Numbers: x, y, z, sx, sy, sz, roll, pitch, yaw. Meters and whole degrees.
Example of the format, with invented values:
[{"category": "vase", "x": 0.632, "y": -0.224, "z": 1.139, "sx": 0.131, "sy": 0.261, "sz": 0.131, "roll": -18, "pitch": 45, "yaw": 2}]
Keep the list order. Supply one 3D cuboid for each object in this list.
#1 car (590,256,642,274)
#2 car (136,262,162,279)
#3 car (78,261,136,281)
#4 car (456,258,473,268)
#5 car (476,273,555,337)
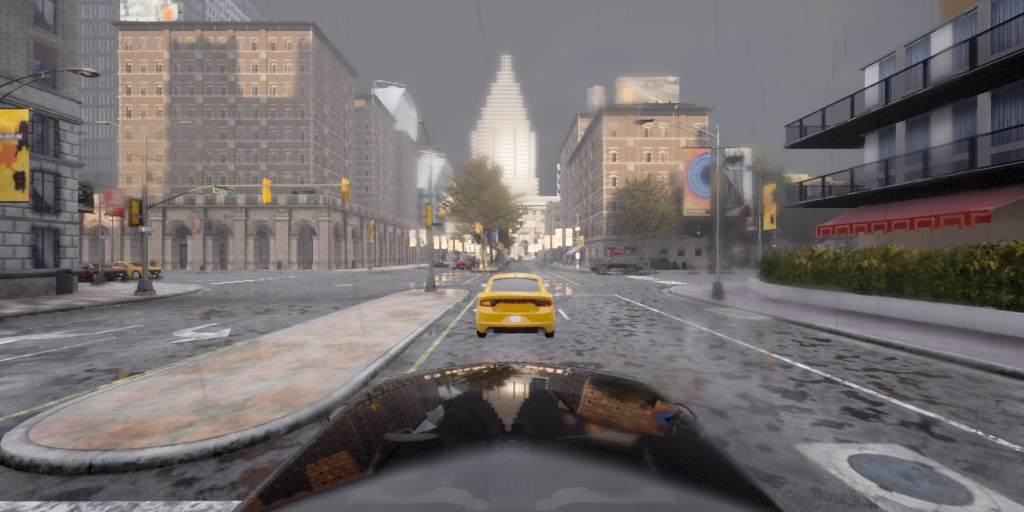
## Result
[{"category": "car", "x": 11.507, "y": 0.974, "z": 39.710, "sx": 5.566, "sy": 2.045, "sz": 2.150, "roll": 0, "pitch": 0, "yaw": 0}, {"category": "car", "x": -34.574, "y": 1.228, "z": 32.336, "sx": 5.008, "sy": 1.535, "sz": 1.882, "roll": 0, "pitch": 0, "yaw": 0}, {"category": "car", "x": -33.938, "y": 1.228, "z": 28.838, "sx": 5.008, "sy": 1.535, "sz": 1.882, "roll": 0, "pitch": 0, "yaw": 0}, {"category": "car", "x": -7.986, "y": 1.351, "z": 59.072, "sx": 1.895, "sy": 1.301, "sz": 4.718, "roll": 0, "pitch": 0, "yaw": 0}, {"category": "car", "x": 0.094, "y": 1.228, "z": 10.331, "sx": 1.882, "sy": 1.535, "sz": 5.008, "roll": 0, "pitch": 0, "yaw": 0}]
